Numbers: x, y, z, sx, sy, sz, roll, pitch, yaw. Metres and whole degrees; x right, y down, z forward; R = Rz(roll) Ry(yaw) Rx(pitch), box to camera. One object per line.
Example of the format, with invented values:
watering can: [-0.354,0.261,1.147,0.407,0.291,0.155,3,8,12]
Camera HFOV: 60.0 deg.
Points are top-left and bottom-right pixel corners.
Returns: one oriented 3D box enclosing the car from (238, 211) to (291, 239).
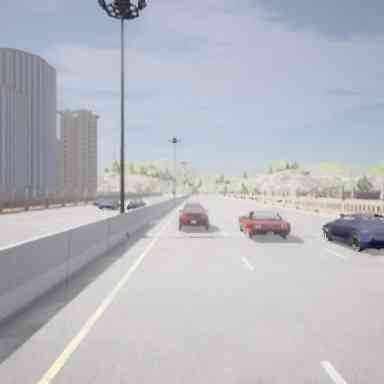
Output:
car: [3.603,1.618,17.435,1.895,1.301,4.718,0,0,0]

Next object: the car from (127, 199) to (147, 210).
car: [-7.076,1.608,43.199,1.994,1.385,4.181,0,0,0]

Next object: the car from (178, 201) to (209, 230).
car: [0.116,1.547,21.154,1.812,1.442,4.674,0,0,0]

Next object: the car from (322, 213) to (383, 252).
car: [7.101,1.577,13.935,1.994,1.385,4.181,0,0,0]

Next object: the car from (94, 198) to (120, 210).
car: [-10.579,1.593,43.143,2.033,1.411,5.357,0,0,0]

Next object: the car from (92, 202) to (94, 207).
car: [-14.046,1.602,52.251,2.033,1.411,5.357,0,0,1]
